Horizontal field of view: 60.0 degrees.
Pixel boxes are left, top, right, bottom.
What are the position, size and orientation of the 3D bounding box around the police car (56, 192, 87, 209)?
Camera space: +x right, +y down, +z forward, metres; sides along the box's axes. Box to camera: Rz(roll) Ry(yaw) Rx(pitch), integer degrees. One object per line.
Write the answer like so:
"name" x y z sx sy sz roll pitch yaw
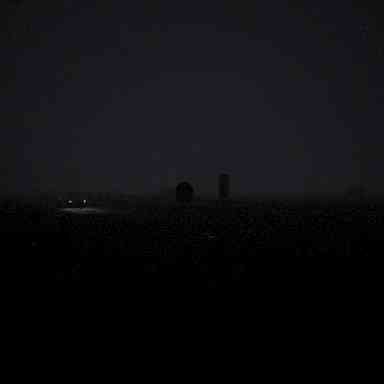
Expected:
"police car" -12.315 0.839 33.992 2.038 1.542 4.974 0 1 -36
